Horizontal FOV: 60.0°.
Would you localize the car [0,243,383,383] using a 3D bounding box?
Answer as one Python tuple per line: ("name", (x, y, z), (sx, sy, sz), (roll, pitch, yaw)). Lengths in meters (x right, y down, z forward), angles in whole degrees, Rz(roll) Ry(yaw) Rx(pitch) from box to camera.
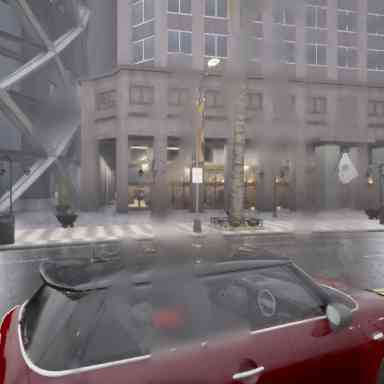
("car", (0.417, 1.352, 3.503), (4.553, 1.767, 2.097), (0, 0, -28))
